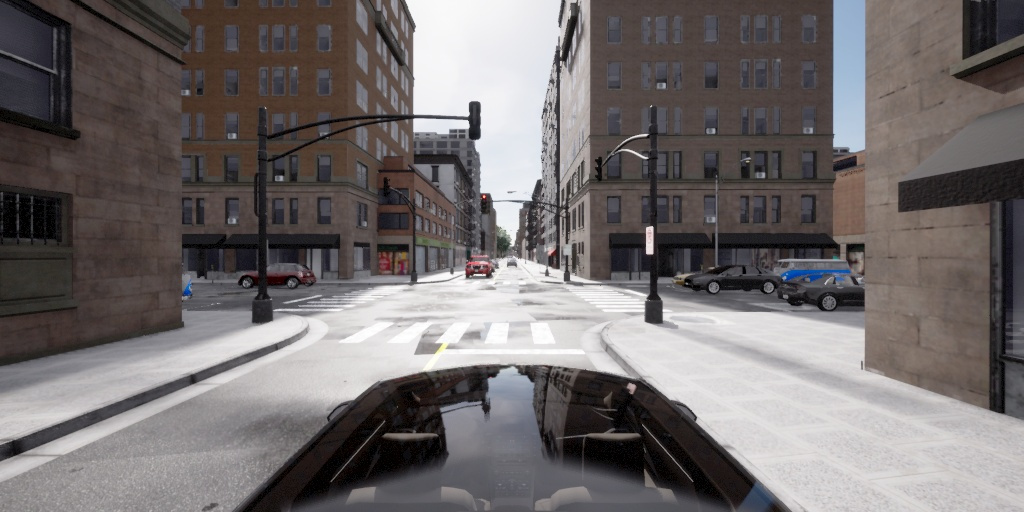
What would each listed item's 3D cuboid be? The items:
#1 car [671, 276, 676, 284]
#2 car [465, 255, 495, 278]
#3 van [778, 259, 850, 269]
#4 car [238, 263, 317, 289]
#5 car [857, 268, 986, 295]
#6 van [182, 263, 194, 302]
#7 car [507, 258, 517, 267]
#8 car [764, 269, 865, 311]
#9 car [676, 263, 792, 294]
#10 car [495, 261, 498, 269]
[{"bbox_3d":[12.419,1.264,22.046,4.829,1.417,1.751,0,0,1],"label":"car"},{"bbox_3d":[-3.102,0.962,34.259,2.150,2.045,5.566,0,0,0],"label":"car"},{"bbox_3d":[18.258,1.080,21.986,3.998,1.789,1.690,0,0,1],"label":"van"},{"bbox_3d":[-14.605,1.172,22.323,4.097,1.591,1.967,0,0,1],"label":"car"},{"bbox_3d":[21.959,1.345,19.378,4.718,1.301,1.895,0,0,1],"label":"car"},{"bbox_3d":[-14.675,1.089,13.798,3.998,1.789,1.690,0,0,1],"label":"van"},{"bbox_3d":[-0.008,1.260,63.799,2.033,1.411,5.357,0,0,0],"label":"car"},{"bbox_3d":[12.520,1.305,13.519,4.403,1.370,2.007,0,0,1],"label":"car"},{"bbox_3d":[11.926,1.248,19.494,4.892,1.490,1.837,0,0,-1],"label":"car"},{"bbox_3d":[-3.105,1.259,44.459,1.812,1.442,4.674,0,0,0],"label":"car"}]
